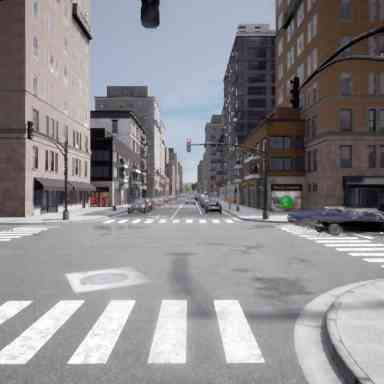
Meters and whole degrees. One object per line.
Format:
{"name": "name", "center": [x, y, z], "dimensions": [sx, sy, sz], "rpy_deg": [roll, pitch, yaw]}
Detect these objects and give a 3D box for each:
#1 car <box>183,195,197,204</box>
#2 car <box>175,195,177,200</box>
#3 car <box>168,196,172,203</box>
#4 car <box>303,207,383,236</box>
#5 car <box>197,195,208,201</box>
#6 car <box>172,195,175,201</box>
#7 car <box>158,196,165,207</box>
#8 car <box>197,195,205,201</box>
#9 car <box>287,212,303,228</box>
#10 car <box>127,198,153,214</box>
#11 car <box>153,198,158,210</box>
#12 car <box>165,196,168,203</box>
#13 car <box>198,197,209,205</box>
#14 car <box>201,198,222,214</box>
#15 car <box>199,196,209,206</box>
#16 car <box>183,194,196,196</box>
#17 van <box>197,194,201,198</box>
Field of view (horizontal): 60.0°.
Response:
{"name": "car", "center": [-0.309, 1.696, 63.145], "dimensions": [1.895, 1.301, 4.718], "rpy_deg": [0, 0, 0]}
{"name": "car", "center": [-5.831, 1.721, 91.283], "dimensions": [1.887, 1.381, 4.507], "rpy_deg": [0, 0, 0]}
{"name": "car", "center": [-5.807, 1.552, 69.240], "dimensions": [1.967, 1.590, 4.097], "rpy_deg": [0, 0, 0]}
{"name": "car", "center": [8.621, 1.565, 17.449], "dimensions": [4.718, 1.301, 1.895], "rpy_deg": [0, 0, 0]}
{"name": "car", "center": [2.235, 1.637, 52.717], "dimensions": [1.947, 1.339, 4.313], "rpy_deg": [0, 0, 0]}
{"name": "car", "center": [-5.819, 1.694, 80.261], "dimensions": [2.008, 1.369, 4.403], "rpy_deg": [0, 0, 0]}
{"name": "car", "center": [-5.789, 1.653, 52.707], "dimensions": [1.802, 1.307, 4.206], "rpy_deg": [0, 0, 0]}
{"name": "car", "center": [2.200, 1.600, 85.781], "dimensions": [1.967, 1.590, 4.097], "rpy_deg": [0, 0, 0]}
{"name": "car", "center": [8.458, 1.572, 20.904], "dimensions": [4.718, 1.301, 1.895], "rpy_deg": [0, 0, 4]}
{"name": "car", "center": [-5.771, 1.480, 36.176], "dimensions": [1.967, 1.590, 4.097], "rpy_deg": [0, 0, 0]}
{"name": "car", "center": [-5.777, 1.490, 41.686], "dimensions": [1.967, 1.590, 4.097], "rpy_deg": [0, 0, 0]}
{"name": "car", "center": [-5.795, 1.634, 58.218], "dimensions": [2.008, 1.369, 4.403], "rpy_deg": [0, 0, 0]}
{"name": "car", "center": [2.224, 1.647, 63.738], "dimensions": [2.008, 1.369, 4.403], "rpy_deg": [0, 0, 0]}
{"name": "car", "center": [2.254, 1.606, 36.183], "dimensions": [1.947, 1.339, 4.313], "rpy_deg": [0, 0, 0]}
{"name": "car", "center": [2.242, 1.641, 47.206], "dimensions": [1.802, 1.307, 4.206], "rpy_deg": [0, 0, 0]}
{"name": "car", "center": [-0.422, 1.664, 73.454], "dimensions": [2.033, 1.411, 5.357], "rpy_deg": [0, 0, 0]}
{"name": "van", "center": [2.230, 1.424, 58.227], "dimensions": [1.690, 1.788, 3.998], "rpy_deg": [0, 0, 0]}
